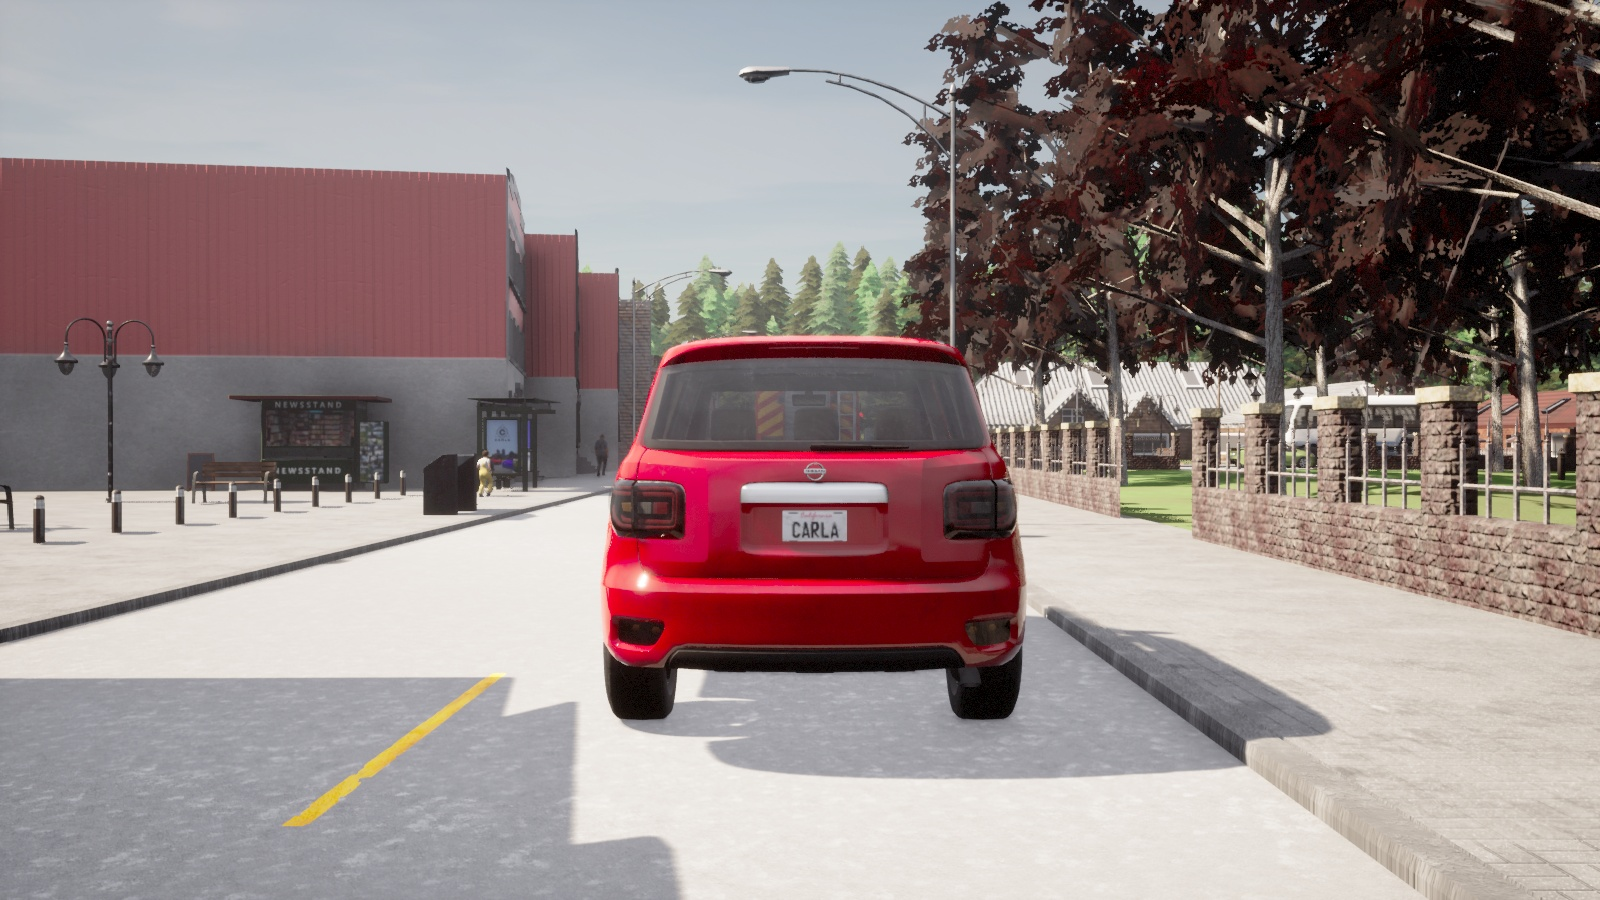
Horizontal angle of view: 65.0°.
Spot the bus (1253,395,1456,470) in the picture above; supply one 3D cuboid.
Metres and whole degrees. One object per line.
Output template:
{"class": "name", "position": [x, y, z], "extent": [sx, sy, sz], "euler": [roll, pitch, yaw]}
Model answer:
{"class": "bus", "position": [32.549, -1.022, 74.154], "extent": [10.273, 4.253, 3.944], "euler": [0, 0, 4]}

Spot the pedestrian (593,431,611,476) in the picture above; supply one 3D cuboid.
{"class": "pedestrian", "position": [-8.206, 0.156, 52.014], "extent": [0.540, 1.848, 0.694], "euler": [0, 0, 9]}

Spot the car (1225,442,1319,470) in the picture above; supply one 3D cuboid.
{"class": "car", "position": [26.317, 0.319, 70.087], "extent": [4.514, 1.525, 2.007], "euler": [0, 0, -1]}

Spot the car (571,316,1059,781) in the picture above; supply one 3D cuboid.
{"class": "car", "position": [0.065, 0.419, 8.312], "extent": [2.150, 2.045, 5.566], "euler": [0, 0, 0]}

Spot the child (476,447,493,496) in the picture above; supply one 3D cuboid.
{"class": "child", "position": [-8.172, 0.544, 32.565], "extent": [0.270, 1.263, 0.437], "euler": [0, 0, 11]}
